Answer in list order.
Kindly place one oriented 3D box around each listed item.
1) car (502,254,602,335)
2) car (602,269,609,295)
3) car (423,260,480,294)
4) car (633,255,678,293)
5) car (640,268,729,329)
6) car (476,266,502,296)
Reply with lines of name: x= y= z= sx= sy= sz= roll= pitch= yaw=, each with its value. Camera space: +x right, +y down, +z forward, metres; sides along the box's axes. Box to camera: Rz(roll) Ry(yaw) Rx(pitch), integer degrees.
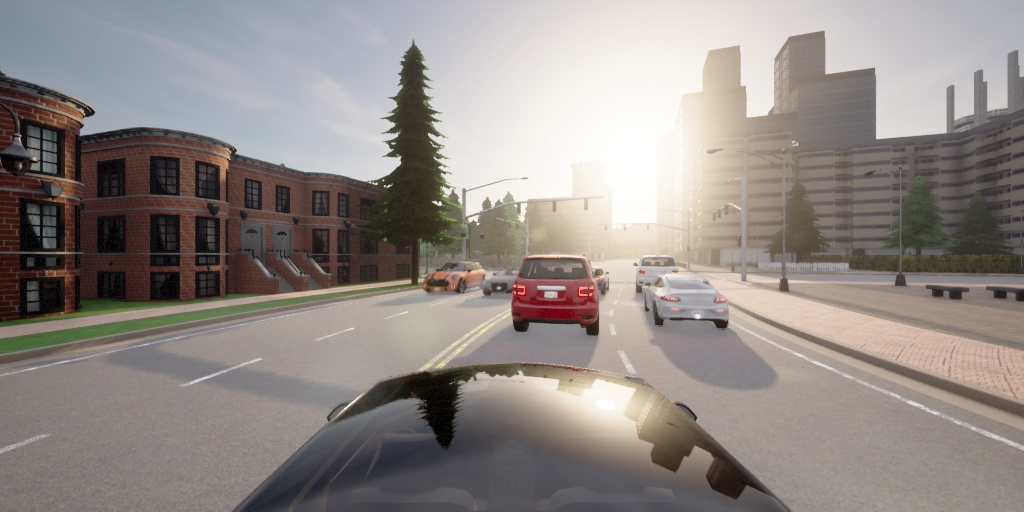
car: x=1.491 y=0.971 z=10.765 sx=2.150 sy=2.045 sz=5.566 roll=0 pitch=0 yaw=13
car: x=4.359 y=1.276 z=19.960 sx=1.812 sy=1.442 sz=4.674 roll=0 pitch=0 yaw=19
car: x=-3.093 y=1.101 z=20.318 sx=2.097 sy=1.767 sz=4.553 roll=0 pitch=0 yaw=19
car: x=8.253 y=0.971 z=20.587 sx=2.150 sy=2.045 sz=5.566 roll=0 pitch=0 yaw=19
car: x=5.293 y=1.276 z=11.288 sx=1.812 sy=1.442 sz=4.674 roll=0 pitch=0 yaw=15
car: x=0.024 y=1.314 z=18.626 sx=1.994 sy=1.385 sz=4.181 roll=0 pitch=0 yaw=19
